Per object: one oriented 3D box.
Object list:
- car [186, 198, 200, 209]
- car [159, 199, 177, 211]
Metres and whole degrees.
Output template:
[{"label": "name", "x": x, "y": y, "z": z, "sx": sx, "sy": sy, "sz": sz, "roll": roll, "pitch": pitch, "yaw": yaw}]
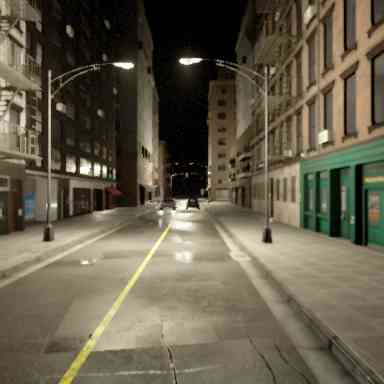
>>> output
[{"label": "car", "x": 0.112, "y": 1.590, "z": 45.688, "sx": 2.033, "sy": 1.411, "sz": 5.357, "roll": 0, "pitch": 0, "yaw": 0}, {"label": "car", "x": -2.991, "y": 1.569, "z": 42.501, "sx": 1.812, "sy": 1.442, "sz": 4.674, "roll": 0, "pitch": 0, "yaw": 0}]
